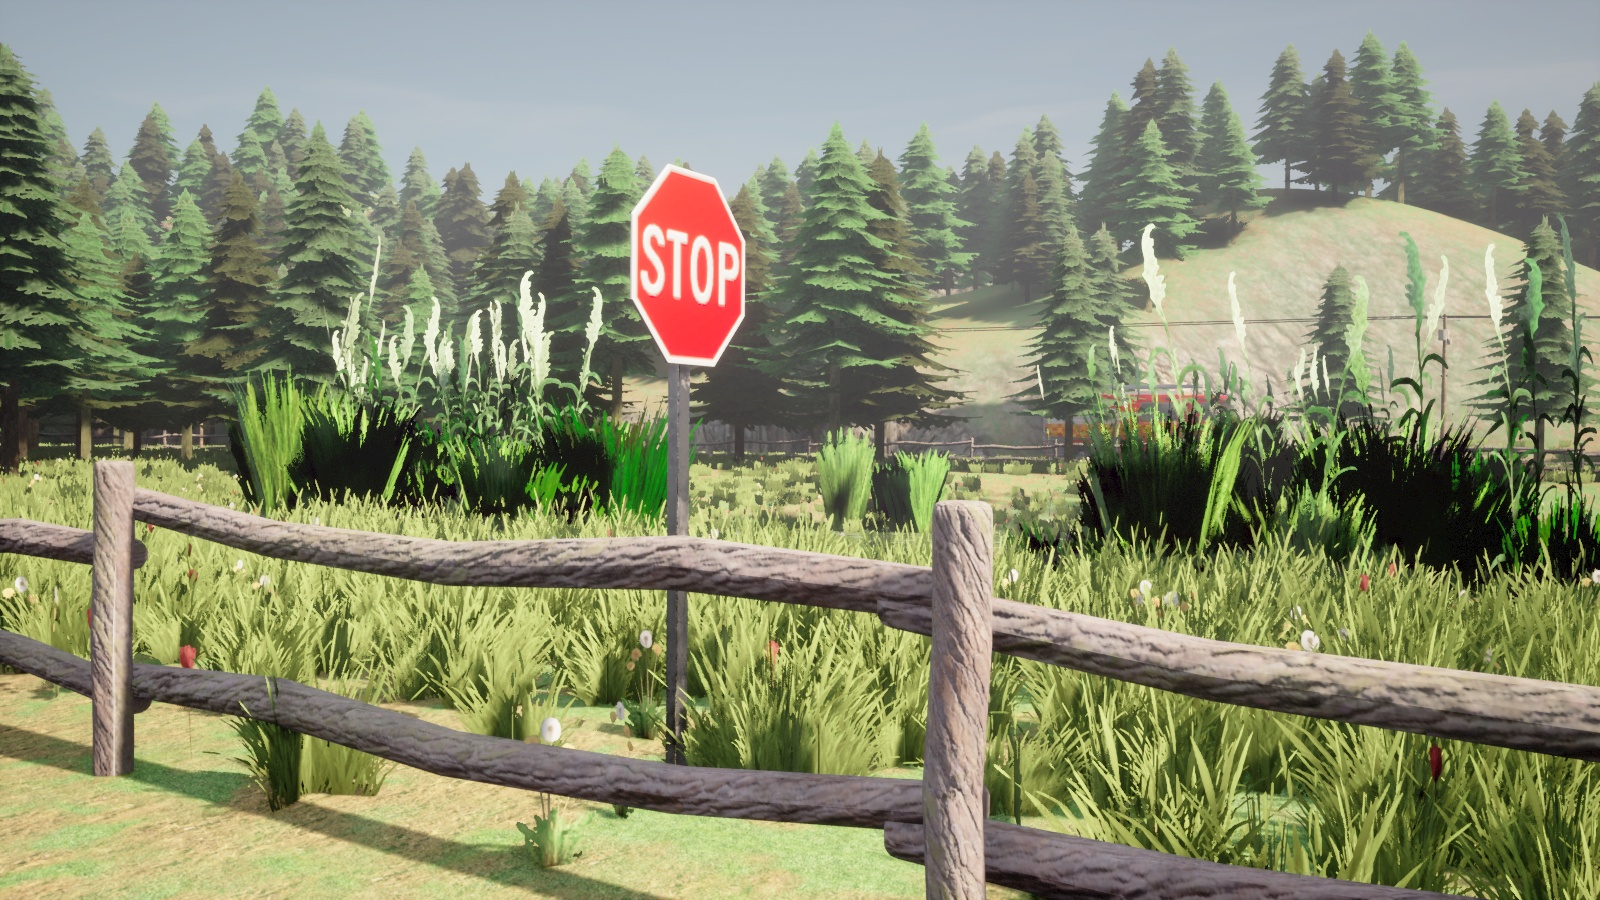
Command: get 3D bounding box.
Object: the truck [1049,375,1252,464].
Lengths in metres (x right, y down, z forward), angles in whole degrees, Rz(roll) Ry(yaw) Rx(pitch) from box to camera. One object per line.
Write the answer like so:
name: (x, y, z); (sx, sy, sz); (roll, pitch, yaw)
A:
truck: (15.780, -1.315, 56.689); (8.468, 3.827, 2.891); (0, 1, 24)
